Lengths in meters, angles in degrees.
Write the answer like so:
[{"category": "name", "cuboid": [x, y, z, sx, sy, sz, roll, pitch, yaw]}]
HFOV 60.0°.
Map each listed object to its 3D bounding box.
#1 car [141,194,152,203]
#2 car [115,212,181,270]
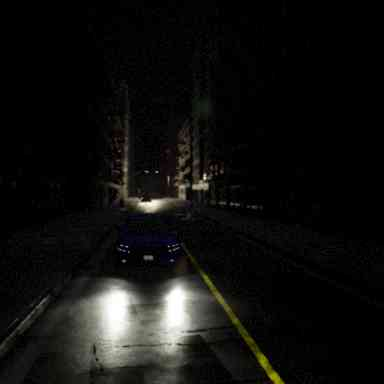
[{"category": "car", "cuboid": [-8.887, 1.247, 64.696, 2.097, 1.767, 4.553, 1, 0, -8]}, {"category": "car", "cuboid": [-1.497, 1.474, 11.328, 1.882, 1.535, 5.008, 1, 0, -8]}]
